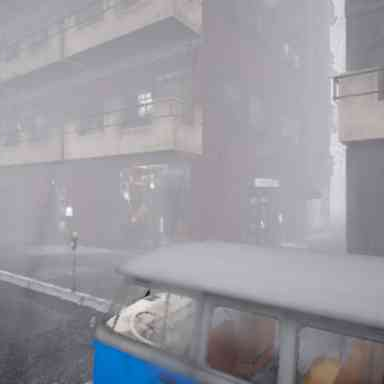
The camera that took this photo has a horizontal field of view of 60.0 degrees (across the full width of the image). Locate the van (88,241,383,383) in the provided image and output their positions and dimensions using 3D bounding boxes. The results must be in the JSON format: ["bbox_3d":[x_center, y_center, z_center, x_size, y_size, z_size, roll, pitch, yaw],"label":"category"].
[{"bbox_3d":[1.029,1.341,2.145,3.998,1.788,1.690,0,0,35],"label":"van"}]
